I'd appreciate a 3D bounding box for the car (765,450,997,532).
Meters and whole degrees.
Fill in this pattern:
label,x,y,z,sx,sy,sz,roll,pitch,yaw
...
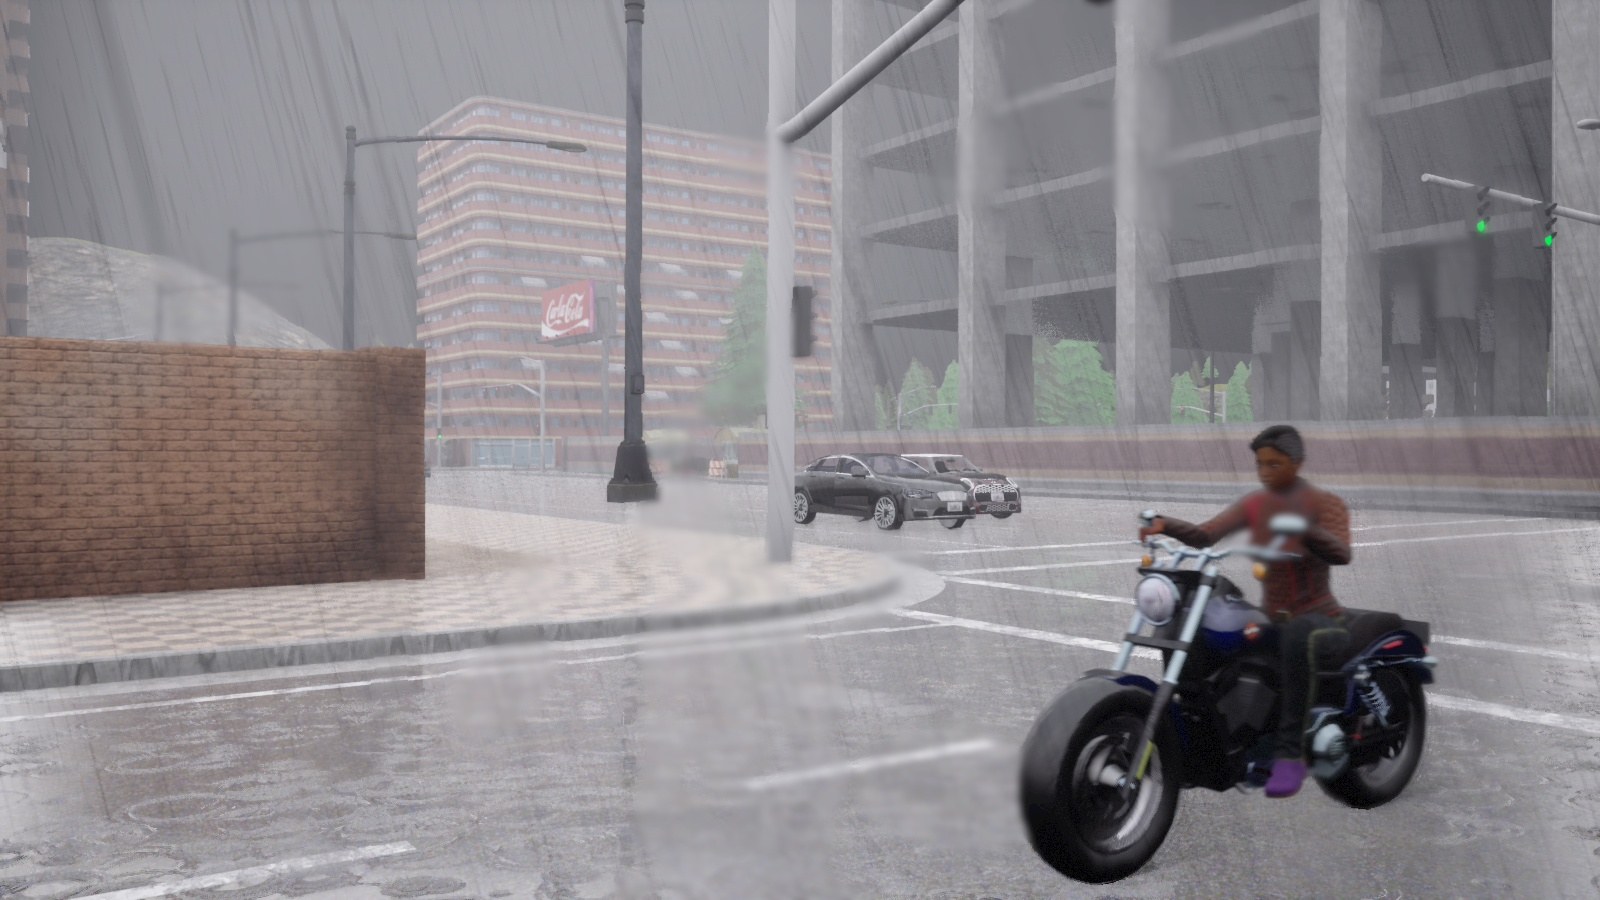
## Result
label,x,y,z,sx,sy,sz,roll,pitch,yaw
car,1.523,0.760,25.587,2.128,1.511,4.902,0,0,-34

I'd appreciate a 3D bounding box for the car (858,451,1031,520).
label,x,y,z,sx,sy,sz,roll,pitch,yaw
car,3.293,0.775,29.197,1.970,1.475,3.806,0,0,-34

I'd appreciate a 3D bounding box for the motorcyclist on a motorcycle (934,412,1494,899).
label,x,y,z,sx,sy,sz,roll,pitch,yaw
motorcyclist on a motorcycle,1.668,0.703,4.824,2.350,1.649,0.766,0,0,-34
